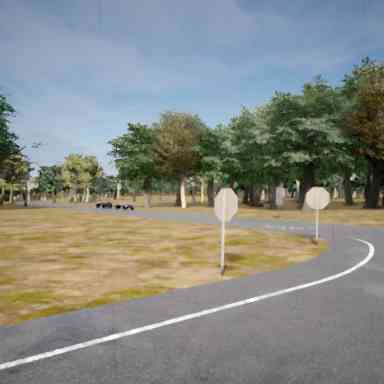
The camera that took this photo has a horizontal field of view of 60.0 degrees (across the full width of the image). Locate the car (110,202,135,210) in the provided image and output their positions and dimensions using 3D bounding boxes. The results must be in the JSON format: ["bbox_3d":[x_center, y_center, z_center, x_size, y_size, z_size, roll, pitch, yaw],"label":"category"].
[{"bbox_3d":[-10.793,2.246,52.596,1.895,1.301,4.718,2,-2,-34],"label":"car"}]

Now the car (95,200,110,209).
[{"bbox_3d":[-16.002,2.272,60.094,1.882,1.535,5.008,2,-2,-35],"label":"car"}]
